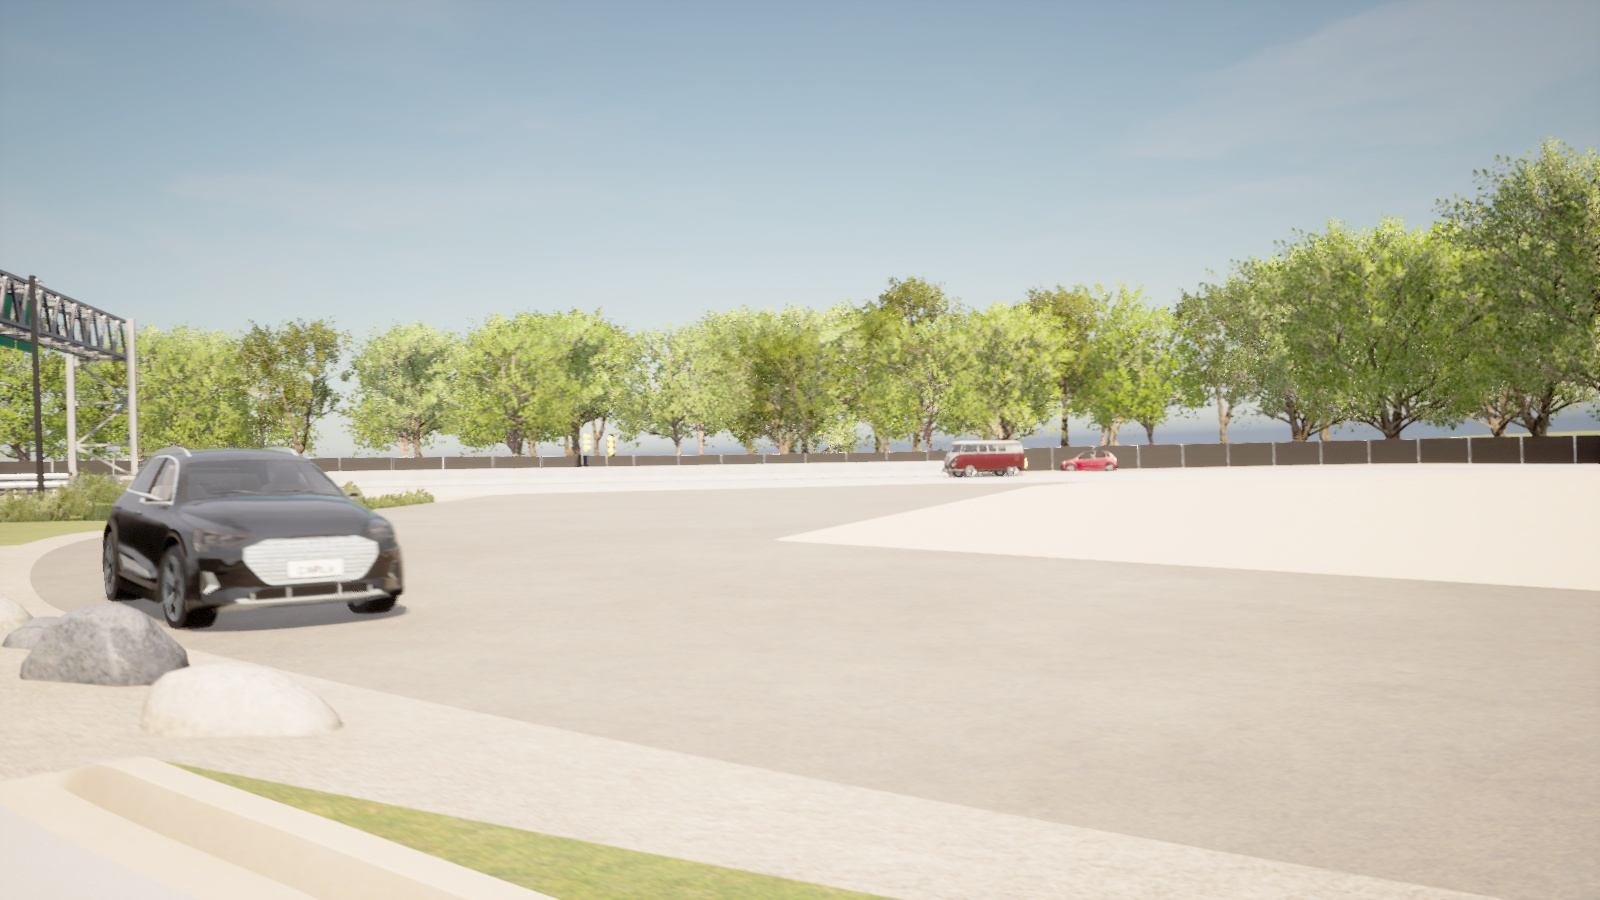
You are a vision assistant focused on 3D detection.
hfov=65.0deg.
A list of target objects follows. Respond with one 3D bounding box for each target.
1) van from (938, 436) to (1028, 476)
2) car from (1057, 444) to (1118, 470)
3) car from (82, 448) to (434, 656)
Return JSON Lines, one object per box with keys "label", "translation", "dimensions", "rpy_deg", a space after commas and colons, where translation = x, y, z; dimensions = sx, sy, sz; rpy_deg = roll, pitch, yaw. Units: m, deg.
{"label": "van", "translation": [9.964, 0.331, 68.346], "dimensions": [4.442, 1.987, 1.775], "rpy_deg": [-2, 0, -20]}
{"label": "car", "translation": [20.185, 0.457, 88.222], "dimensions": [3.988, 1.617, 1.851], "rpy_deg": [-3, 0, 9]}
{"label": "car", "translation": [-5.652, 0.873, 12.684], "dimensions": [2.033, 1.649, 4.856], "rpy_deg": [-1, 0, -39]}
